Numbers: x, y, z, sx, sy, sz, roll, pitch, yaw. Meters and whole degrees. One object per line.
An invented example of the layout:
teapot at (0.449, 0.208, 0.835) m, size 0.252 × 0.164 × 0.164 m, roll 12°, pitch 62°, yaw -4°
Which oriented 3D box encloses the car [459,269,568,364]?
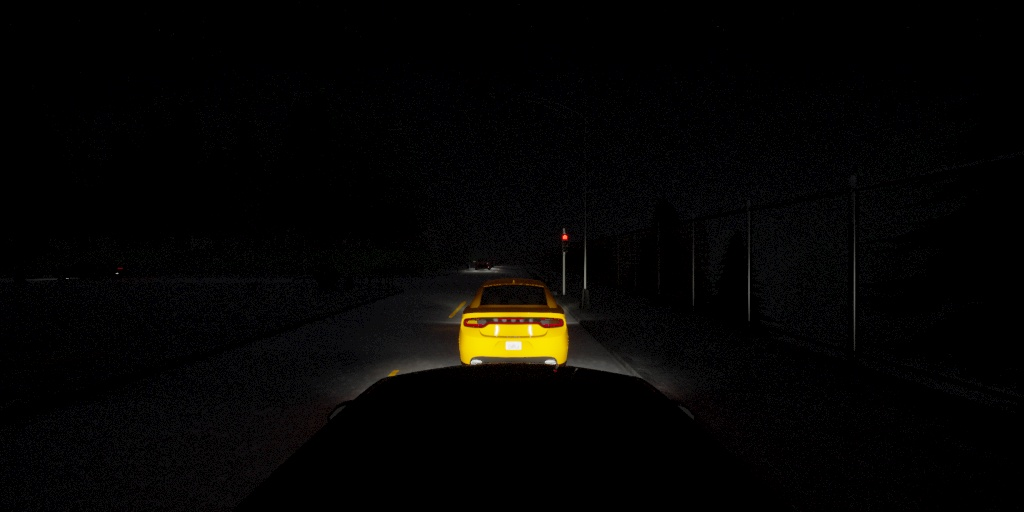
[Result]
car at (0.043, 1.228, 7.991) m, size 1.882 × 1.535 × 5.008 m, roll 0°, pitch 0°, yaw 0°

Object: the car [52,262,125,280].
car at (-36.753, 1.255, 31.190) m, size 4.892 × 1.490 × 1.837 m, roll 0°, pitch 0°, yaw 0°

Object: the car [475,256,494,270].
car at (-4.123, 1.102, 51.959) m, size 2.097 × 1.767 × 4.553 m, roll 0°, pitch 0°, yaw 0°

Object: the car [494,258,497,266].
car at (-4.109, 1.351, 62.236) m, size 1.895 × 1.301 × 4.718 m, roll 0°, pitch 0°, yaw 0°
